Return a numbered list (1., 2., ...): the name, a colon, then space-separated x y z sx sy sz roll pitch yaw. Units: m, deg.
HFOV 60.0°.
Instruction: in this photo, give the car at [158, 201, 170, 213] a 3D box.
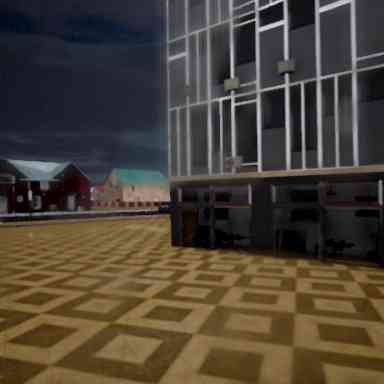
1. car: -2.672 2.107 48.066 2.097 1.767 4.553 -1 -2 43
